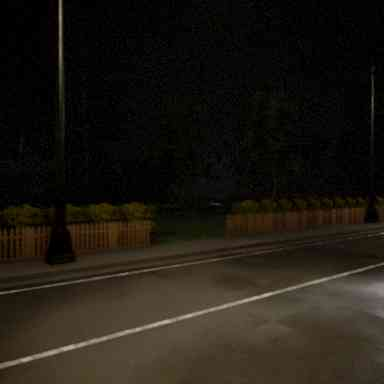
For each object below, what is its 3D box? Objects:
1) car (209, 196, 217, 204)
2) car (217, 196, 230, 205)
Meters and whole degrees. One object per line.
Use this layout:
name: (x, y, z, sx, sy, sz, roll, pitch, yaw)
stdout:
car: (3.691, 1.417, 61.500, 1.994, 1.385, 4.181, 0, 0, -35)
car: (6.449, 1.393, 51.667, 1.812, 1.442, 4.674, 0, 0, -36)
